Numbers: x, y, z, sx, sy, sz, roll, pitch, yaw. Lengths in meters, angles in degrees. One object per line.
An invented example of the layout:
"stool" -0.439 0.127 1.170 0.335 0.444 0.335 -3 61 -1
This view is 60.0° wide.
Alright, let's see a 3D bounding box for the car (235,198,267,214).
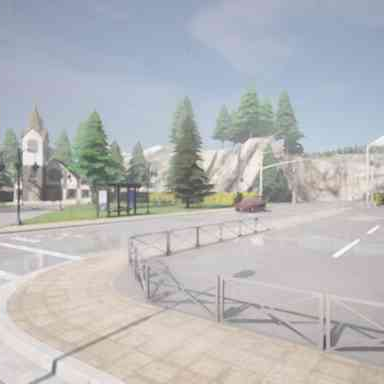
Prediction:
"car" 6.387 1.427 35.635 1.882 1.535 5.008 0 0 35
